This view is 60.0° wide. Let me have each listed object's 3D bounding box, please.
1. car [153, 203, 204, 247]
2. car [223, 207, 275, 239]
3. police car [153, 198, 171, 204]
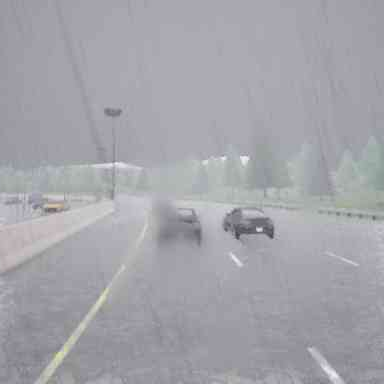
[{"bbox_3d":[-0.576,1.455,14.951,2.128,1.511,4.902,0,0,-4],"label":"car"},{"bbox_3d":[2.771,1.470,16.877,1.812,1.442,4.674,0,0,-5],"label":"car"},{"bbox_3d":[-2.956,1.429,33.928,2.038,1.542,4.974,0,0,-10],"label":"police car"}]
